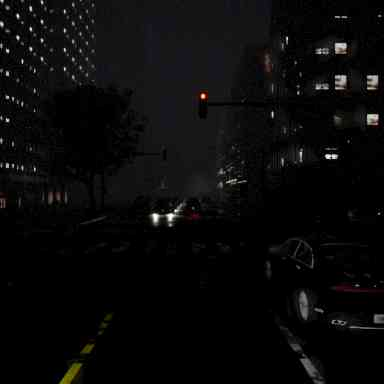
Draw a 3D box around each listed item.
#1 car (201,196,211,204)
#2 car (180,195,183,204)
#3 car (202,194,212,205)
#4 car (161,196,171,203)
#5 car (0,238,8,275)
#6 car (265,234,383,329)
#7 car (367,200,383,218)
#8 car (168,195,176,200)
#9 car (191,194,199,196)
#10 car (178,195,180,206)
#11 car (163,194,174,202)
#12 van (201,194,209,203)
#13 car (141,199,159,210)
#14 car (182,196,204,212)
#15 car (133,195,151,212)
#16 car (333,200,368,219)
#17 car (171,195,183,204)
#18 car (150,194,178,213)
[{"bbox_3d":[2.794,1.578,67.040,1.752,1.417,4.829,0,0,0],"label":"car"},{"bbox_3d":[-3.007,1.563,55.402,1.812,1.442,4.674,0,0,1],"label":"car"},{"bbox_3d":[2.785,1.610,61.347,1.947,1.339,4.313,0,0,0],"label":"car"},{"bbox_3d":[-5.579,1.627,72.407,1.947,1.339,4.313,0,0,0],"label":"car"},{"bbox_3d":[-5.680,1.545,6.881,1.887,1.381,4.507,0,0,0],"label":"car"},{"bbox_3d":[2.700,1.551,6.868,2.008,1.369,4.403,0,0,0],"label":"car"},{"bbox_3d":[15.302,1.338,23.695,4.181,1.385,1.994,-1,0,0],"label":"car"},{"bbox_3d":[-5.545,1.654,94.498,2.008,1.369,4.403,0,0,0],"label":"car"},{"bbox_3d":[0.205,1.600,66.946,2.033,1.411,5.357,0,0,0],"label":"car"},{"bbox_3d":[-3.023,1.505,46.094,1.882,1.535,5.008,0,0,0],"label":"car"},{"bbox_3d":[-5.571,1.386,77.929,2.192,1.841,5.009,0,0,0],"label":"car"},{"bbox_3d":[2.802,1.402,72.394,1.690,1.788,3.998,0,0,0],"label":"van"},{"bbox_3d":[-5.622,1.592,44.793,1.947,1.339,4.313,0,0,0],"label":"car"},{"bbox_3d":[0.140,1.528,39.561,1.837,1.490,4.892,0,0,0],"label":"car"},{"bbox_3d":[-5.631,1.336,39.270,2.192,1.841,5.009,0,0,0],"label":"car"},{"bbox_3d":[13.467,1.350,26.257,4.403,1.369,2.008,-1,1,0],"label":"car"},{"bbox_3d":[-2.938,1.402,65.333,2.097,1.767,4.553,0,0,1],"label":"car"},{"bbox_3d":[-3.042,1.371,37.003,2.097,1.767,4.553,0,0,0],"label":"car"}]
